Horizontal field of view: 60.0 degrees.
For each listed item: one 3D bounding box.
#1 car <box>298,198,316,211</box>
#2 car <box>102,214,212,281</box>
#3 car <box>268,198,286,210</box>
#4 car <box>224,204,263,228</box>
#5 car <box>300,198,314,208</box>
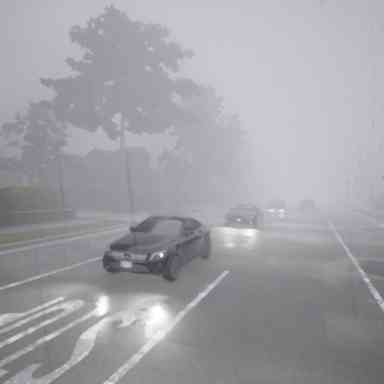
[{"bbox_3d":[14.651,1.605,42.369,1.837,1.490,4.892,2,1,20],"label":"car"},{"bbox_3d":[-0.728,1.413,9.839,1.812,1.442,4.674,2,1,19],"label":"car"},{"bbox_3d":[11.085,1.542,43.072,1.994,1.385,4.181,2,0,20],"label":"car"},{"bbox_3d":[3.477,1.482,21.727,1.994,1.385,4.181,2,1,19],"label":"car"},{"bbox_3d":[18.008,1.678,52.012,1.994,1.385,4.181,2,1,19],"label":"car"}]
